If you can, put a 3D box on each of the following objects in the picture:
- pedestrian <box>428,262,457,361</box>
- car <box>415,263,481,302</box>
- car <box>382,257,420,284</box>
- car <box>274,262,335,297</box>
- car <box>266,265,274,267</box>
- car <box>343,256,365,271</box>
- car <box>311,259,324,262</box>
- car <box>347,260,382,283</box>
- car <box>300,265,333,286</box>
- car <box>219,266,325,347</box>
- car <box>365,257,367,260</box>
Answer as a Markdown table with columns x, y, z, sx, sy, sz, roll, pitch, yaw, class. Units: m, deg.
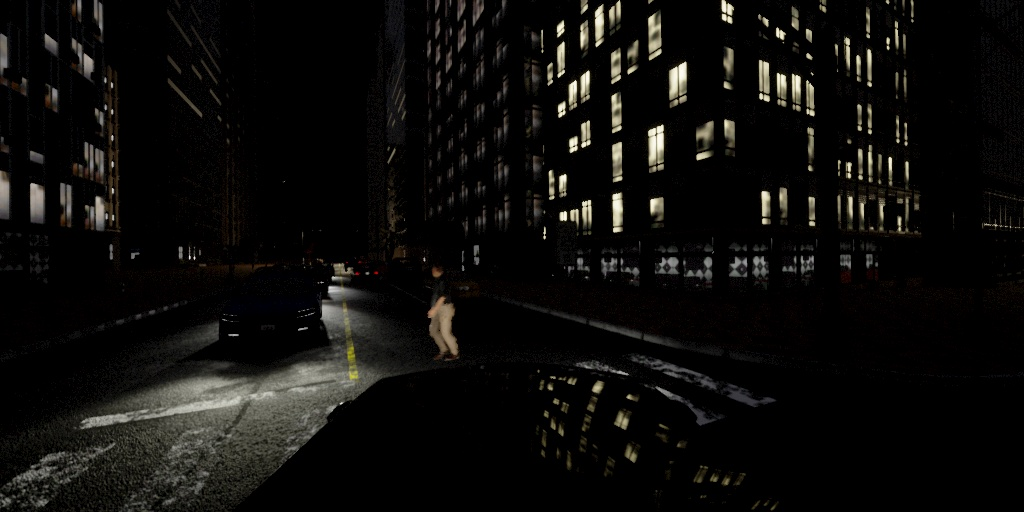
| x | y | z | sx | sy | sz | roll | pitch | yaw | class |
| --- | --- | --- | --- | --- | --- | --- | --- | --- | --- |
| -1.291 | 0.995 | 6.588 | 0.375 | 1.860 | 0.375 | 0 | 0 | -26 | pedestrian |
| -2.840 | 1.207 | 15.916 | 1.751 | 1.417 | 4.829 | 0 | 0 | -26 | car |
| -8.015 | 1.004 | 26.686 | 2.192 | 1.841 | 5.009 | 0 | 0 | -26 | car |
| -10.350 | 1.236 | 18.207 | 2.128 | 1.511 | 4.902 | -1 | 0 | -26 | car |
| -15.538 | 1.341 | 22.995 | 1.948 | 1.339 | 4.313 | 0 | 0 | -26 | car |
| -21.883 | 0.953 | 49.350 | 2.150 | 2.045 | 5.566 | -1 | 0 | -26 | car |
| -18.751 | 1.320 | 35.653 | 1.994 | 1.385 | 4.181 | -1 | 0 | -25 | car |
| -11.224 | 1.265 | 27.365 | 2.033 | 1.411 | 5.357 | -1 | 0 | -26 | car |
| -14.411 | 1.351 | 26.614 | 1.895 | 1.301 | 4.718 | -1 | 0 | -26 | car |
| -6.208 | 1.214 | 9.662 | 1.882 | 1.535 | 5.008 | -1 | 0 | -27 | car |
| -22.772 | 1.251 | 57.149 | 1.888 | 1.381 | 4.507 | 0 | 0 | -26 | car |
